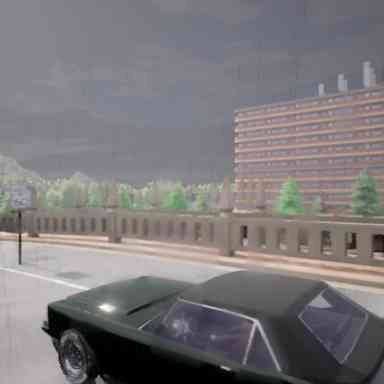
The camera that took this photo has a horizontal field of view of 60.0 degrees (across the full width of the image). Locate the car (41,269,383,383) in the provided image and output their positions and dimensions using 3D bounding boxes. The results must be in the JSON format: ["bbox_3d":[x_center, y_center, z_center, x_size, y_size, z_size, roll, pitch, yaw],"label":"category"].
[{"bbox_3d":[0.373,1.606,3.727,4.718,1.301,1.895,0,0,36],"label":"car"}]
